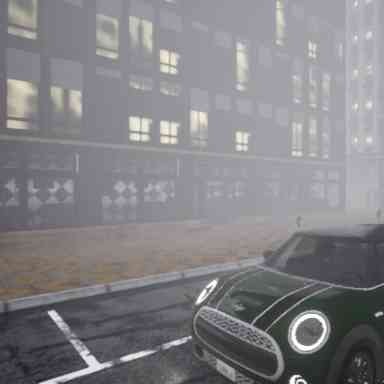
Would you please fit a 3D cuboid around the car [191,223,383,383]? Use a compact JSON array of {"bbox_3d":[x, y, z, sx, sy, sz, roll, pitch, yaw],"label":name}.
[{"bbox_3d":[2.193,1.334,4.935,4.553,1.767,2.097,0,0,-35],"label":"car"}]
